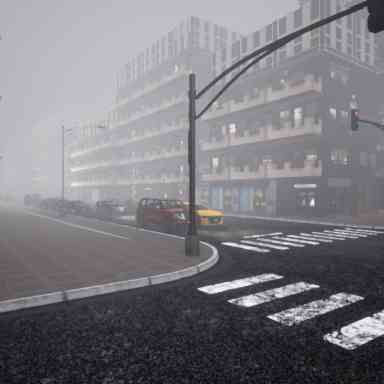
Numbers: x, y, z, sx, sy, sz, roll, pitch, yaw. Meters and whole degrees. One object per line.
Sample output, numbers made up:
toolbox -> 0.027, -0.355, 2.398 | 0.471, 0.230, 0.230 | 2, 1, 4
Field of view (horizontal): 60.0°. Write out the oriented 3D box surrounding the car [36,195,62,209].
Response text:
car -> -18.171, 1.436, 42.615 | 1.947, 1.339, 4.313 | 0, 0, -36

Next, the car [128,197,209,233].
car -> -1.563, 1.264, 19.670 | 2.192, 1.841, 5.009 | 0, 0, -36

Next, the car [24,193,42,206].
car -> -24.813, 1.162, 51.791 | 2.192, 1.841, 5.009 | 0, 0, -36

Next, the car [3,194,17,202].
car -> -38.099, 1.412, 70.146 | 1.802, 1.307, 4.206 | 0, 0, -36

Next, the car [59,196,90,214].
car -> -11.528, 1.444, 33.436 | 1.887, 1.381, 4.507 | 0, 0, -36

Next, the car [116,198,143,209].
car -> -8.061, 1.465, 42.940 | 1.802, 1.307, 4.206 | 0, 0, -36

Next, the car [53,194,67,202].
car -> -27.989, 1.269, 70.471 | 1.967, 1.590, 4.097 | 0, 0, -36

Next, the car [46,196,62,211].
car -> -14.850, 1.451, 38.025 | 1.947, 1.339, 4.313 | 0, 0, -36

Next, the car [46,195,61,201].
car -> -31.309, 1.379, 75.058 | 2.008, 1.369, 4.403 | 0, 0, -36

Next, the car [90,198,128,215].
car -> -7.964, 1.393, 32.922 | 2.128, 1.511, 4.902 | 0, 1, -36

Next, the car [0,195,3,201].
car -> -41.421, 1.269, 74.733 | 1.967, 1.590, 4.097 | 0, 0, -36

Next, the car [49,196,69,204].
car -> -24.512, 1.383, 61.263 | 2.033, 1.411, 5.357 | 0, 0, -37

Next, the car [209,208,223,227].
car -> -0.025, 1.423, 21.957 | 1.882, 1.535, 5.008 | 0, 0, -36
